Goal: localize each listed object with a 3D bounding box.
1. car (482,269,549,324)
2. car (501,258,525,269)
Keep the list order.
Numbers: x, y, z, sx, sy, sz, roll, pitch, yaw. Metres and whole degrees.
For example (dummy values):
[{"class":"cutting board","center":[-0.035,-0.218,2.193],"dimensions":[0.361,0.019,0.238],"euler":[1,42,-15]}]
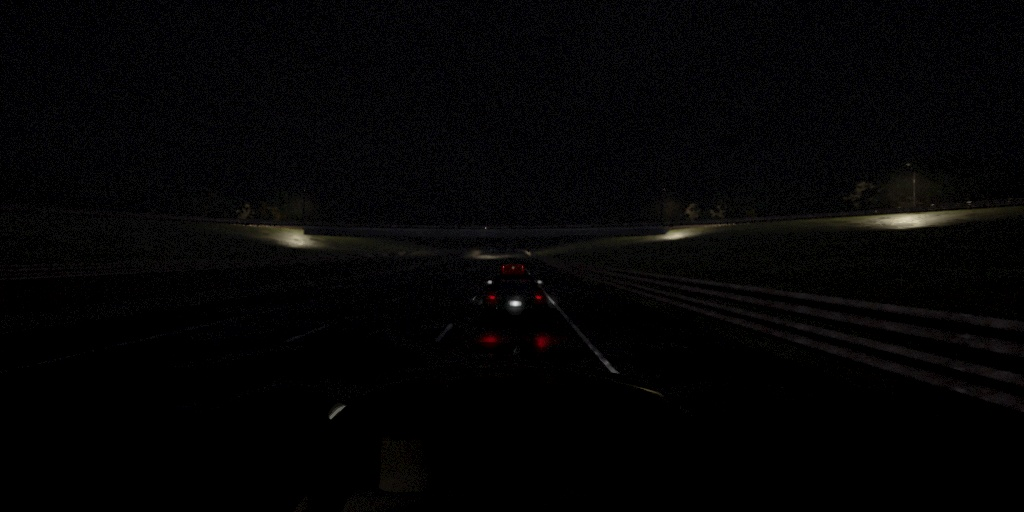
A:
[{"class":"car","center":[0.100,1.292,11.948],"dimensions":[1.994,1.385,4.181],"euler":[0,0,0]},{"class":"car","center":[0.098,0.970,31.824],"dimensions":[2.097,1.767,4.553],"euler":[0,1,0]}]
